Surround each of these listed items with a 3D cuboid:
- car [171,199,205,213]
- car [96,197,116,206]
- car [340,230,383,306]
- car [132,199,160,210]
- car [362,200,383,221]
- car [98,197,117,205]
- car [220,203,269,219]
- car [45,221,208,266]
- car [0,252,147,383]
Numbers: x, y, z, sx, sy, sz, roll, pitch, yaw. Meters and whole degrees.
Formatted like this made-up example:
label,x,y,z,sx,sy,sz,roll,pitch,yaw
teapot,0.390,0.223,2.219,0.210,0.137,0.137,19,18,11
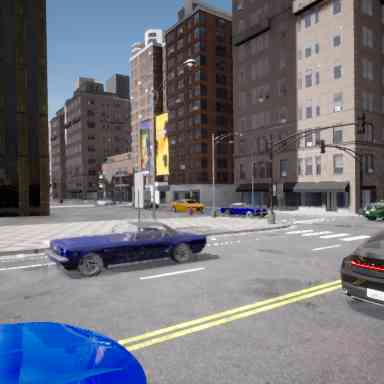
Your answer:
label,x,y,z,sx,sy,sz,roll,pitch,yaw
car,-0.546,1.603,38.366,1.882,1.535,5.008,-1,0,-35
car,-15.700,1.886,60.057,1.895,1.301,4.718,-1,0,-35
car,5.106,1.504,7.087,4.892,1.490,1.837,0,0,-36
car,-6.641,1.710,47.026,2.033,1.411,5.357,-1,0,-36
car,16.122,1.231,25.623,5.566,2.045,2.150,0,1,-7
car,-17.206,1.742,67.576,2.033,1.411,5.357,-1,0,-35
car,4.809,1.695,30.762,1.895,1.301,4.718,-1,0,-35
car,-1.904,1.600,10.311,4.718,1.301,1.895,0,0,-36
car,-2.584,1.478,1.598,5.008,1.535,1.882,0,0,-35
